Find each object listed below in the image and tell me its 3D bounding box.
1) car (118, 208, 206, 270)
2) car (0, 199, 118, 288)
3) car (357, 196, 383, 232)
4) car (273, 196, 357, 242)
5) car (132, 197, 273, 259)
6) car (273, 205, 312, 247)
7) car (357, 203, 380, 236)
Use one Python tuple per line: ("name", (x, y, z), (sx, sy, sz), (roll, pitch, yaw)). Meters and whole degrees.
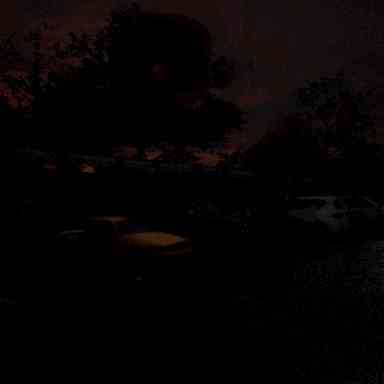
("car", (-2.406, 1.480, 11.087), (5.366, 1.575, 1.946), (-1, -1, 34))
("car", (-5.048, 1.235, 9.452), (5.566, 2.045, 2.435), (-1, 0, 34))
("car", (9.763, 1.232, 19.957), (5.566, 2.045, 2.435), (-1, -1, 34))
("car", (4.793, 1.233, 16.477), (5.566, 2.045, 2.435), (-1, -1, 34))
("car", (-0.078, 1.233, 12.926), (5.566, 2.045, 2.435), (-1, -1, 35))
("car", (2.360, 1.486, 14.685), (4.892, 1.521, 2.231), (-1, -1, 35))
("car", (7.306, 1.513, 18.195), (4.792, 1.488, 2.163), (-1, -1, 34))
